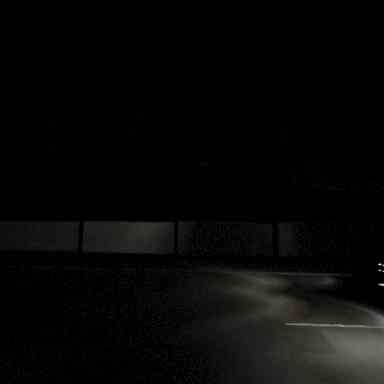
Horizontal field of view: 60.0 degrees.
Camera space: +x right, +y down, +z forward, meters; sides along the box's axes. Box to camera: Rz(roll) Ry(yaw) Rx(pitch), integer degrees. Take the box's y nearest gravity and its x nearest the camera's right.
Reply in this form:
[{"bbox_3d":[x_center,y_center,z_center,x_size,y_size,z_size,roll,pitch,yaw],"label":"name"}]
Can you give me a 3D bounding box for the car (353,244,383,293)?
[{"bbox_3d":[6.198,1.509,7.190,5.008,1.535,1.882,1,0,3],"label":"car"}]
